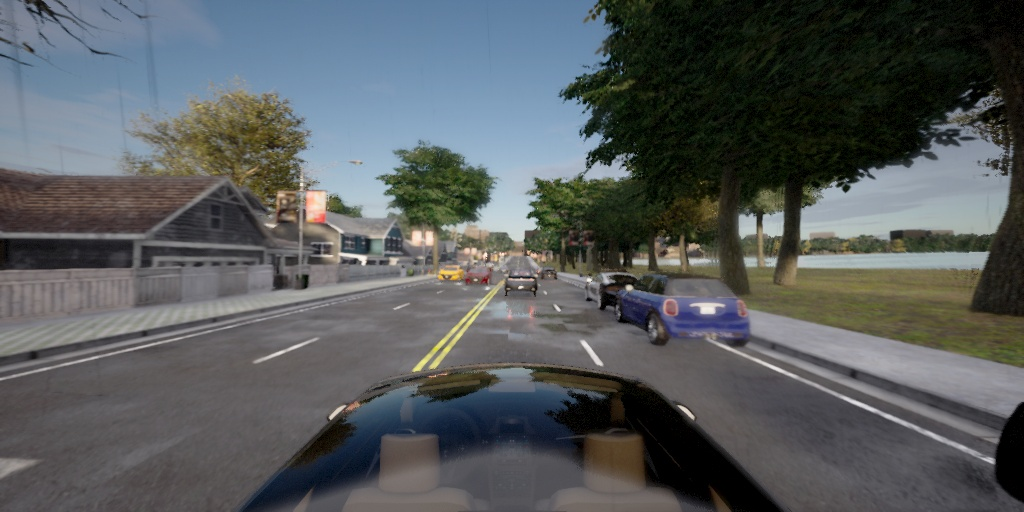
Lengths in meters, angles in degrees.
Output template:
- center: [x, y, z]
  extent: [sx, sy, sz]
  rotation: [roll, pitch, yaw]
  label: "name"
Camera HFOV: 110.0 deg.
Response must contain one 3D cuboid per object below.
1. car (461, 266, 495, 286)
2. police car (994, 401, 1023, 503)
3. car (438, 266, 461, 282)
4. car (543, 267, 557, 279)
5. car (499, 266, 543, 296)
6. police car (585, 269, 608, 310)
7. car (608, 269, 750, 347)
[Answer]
- center: [-2.705, 1.605, 29.885]
  extent: [1.882, 1.535, 5.008]
  rotation: [1, -1, 1]
  label: "car"
- center: [4.119, 1.203, 0.172]
  extent: [1.930, 1.638, 5.238]
  rotation: [1, -1, 1]
  label: "police car"
- center: [-5.827, 1.675, 34.979]
  extent: [1.882, 1.535, 5.008]
  rotation: [1, -1, 1]
  label: "car"
- center: [4.293, 1.994, 42.688]
  extent: [1.837, 1.490, 4.892]
  rotation: [1, -1, 2]
  label: "car"
- center: [0.537, 1.507, 21.599]
  extent: [2.128, 1.511, 4.902]
  rotation: [1, -1, 1]
  label: "car"
- center: [4.525, 1.398, 16.168]
  extent: [1.930, 1.638, 5.238]
  rotation: [1, -1, 1]
  label: "police car"
- center: [4.369, 1.241, 10.030]
  extent: [2.097, 1.767, 4.553]
  rotation: [1, -1, 1]
  label: "car"
